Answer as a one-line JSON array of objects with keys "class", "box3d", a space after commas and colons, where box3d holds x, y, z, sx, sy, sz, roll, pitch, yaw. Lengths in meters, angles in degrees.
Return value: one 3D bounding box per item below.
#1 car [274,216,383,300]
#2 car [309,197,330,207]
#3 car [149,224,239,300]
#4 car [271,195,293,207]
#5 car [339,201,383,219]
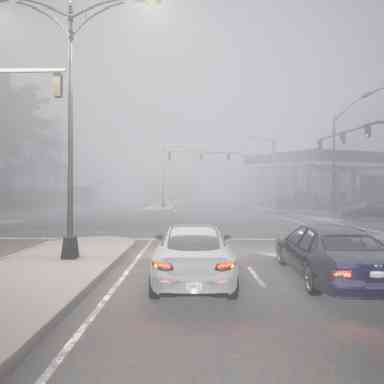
[{"class": "car", "box3d": [3.511, 1.545, 8.567, 2.033, 1.411, 5.357, 0, 0, 3]}, {"class": "car", "box3d": [18.630, 1.433, 48.691, 1.970, 1.475, 3.806, 0, 0, 0]}, {"class": "car", "box3d": [0.032, 1.516, 8.260, 1.812, 1.442, 4.674, 0, 0, 0]}, {"class": "car", "box3d": [12.891, 1.261, 47.890, 2.242, 1.667, 4.611, 0, 0, 0]}, {"class": "car", "box3d": [14.749, 1.523, 27.755, 4.674, 1.442, 1.812, 0, 0, -1]}]
